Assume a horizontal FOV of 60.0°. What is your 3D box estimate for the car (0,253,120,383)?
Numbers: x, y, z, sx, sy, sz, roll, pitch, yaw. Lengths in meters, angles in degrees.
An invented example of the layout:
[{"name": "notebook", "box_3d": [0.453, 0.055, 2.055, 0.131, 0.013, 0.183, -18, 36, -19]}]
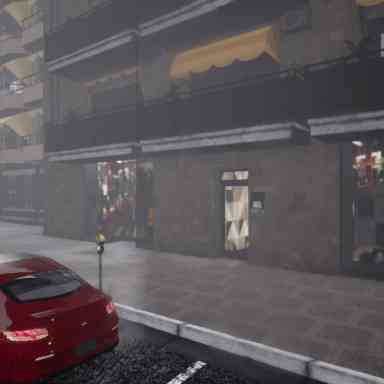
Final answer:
[{"name": "car", "box_3d": [-2.867, 1.583, 4.925, 4.206, 1.307, 1.802, 0, 0, 36]}]
